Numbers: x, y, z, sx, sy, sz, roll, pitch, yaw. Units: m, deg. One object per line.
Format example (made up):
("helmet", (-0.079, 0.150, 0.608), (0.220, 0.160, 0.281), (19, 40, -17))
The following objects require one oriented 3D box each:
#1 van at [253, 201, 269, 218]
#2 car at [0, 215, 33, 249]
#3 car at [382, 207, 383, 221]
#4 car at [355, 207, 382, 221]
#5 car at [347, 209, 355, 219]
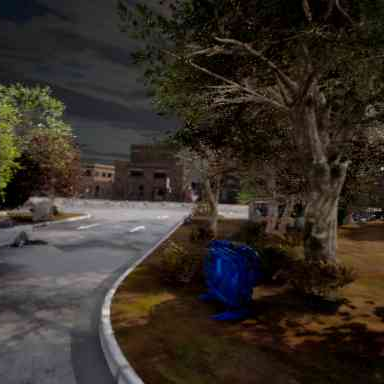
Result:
("van", (7.914, 2.071, 38.713), (1.878, 1.987, 4.442), (1, 0, 4))
("car", (-7.721, 1.506, 11.949), (1.895, 1.301, 4.718), (4, -1, 1))
("car", (21.743, 2.479, 37.635), (2.097, 1.535, 5.008), (1, 0, 4))
("car", (18.975, 2.443, 37.838), (2.231, 1.521, 4.892), (1, 0, 4))
("car", (16.205, 2.435, 37.994), (2.163, 1.488, 4.792), (1, 0, 4))
